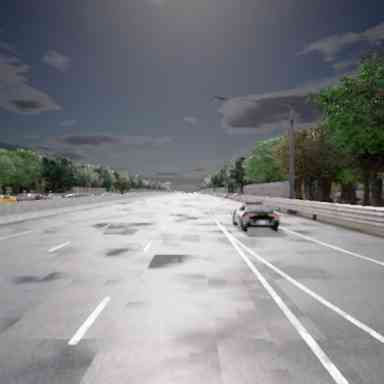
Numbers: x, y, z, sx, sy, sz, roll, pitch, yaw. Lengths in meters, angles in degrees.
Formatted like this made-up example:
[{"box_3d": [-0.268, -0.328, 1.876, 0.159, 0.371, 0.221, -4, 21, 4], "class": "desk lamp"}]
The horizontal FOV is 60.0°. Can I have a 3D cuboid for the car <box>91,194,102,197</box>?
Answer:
[{"box_3d": [-17.480, 1.154, 61.176, 2.033, 1.411, 5.357, 0, 0, 0], "class": "car"}]

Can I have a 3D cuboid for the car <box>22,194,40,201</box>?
[{"box_3d": [-27.986, 1.145, 58.577, 1.812, 1.442, 4.674, 0, 1, 1], "class": "car"}]

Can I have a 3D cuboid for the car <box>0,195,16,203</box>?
[{"box_3d": [-24.554, 1.198, 42.546, 1.882, 1.535, 5.008, 0, 0, 0], "class": "car"}]

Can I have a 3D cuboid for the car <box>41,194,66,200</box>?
[{"box_3d": [-17.559, 1.239, 43.586, 1.812, 1.442, 4.674, 0, 0, 0], "class": "car"}]

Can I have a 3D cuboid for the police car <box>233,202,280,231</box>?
[{"box_3d": [3.608, 1.373, 19.614, 2.038, 1.542, 4.974, 0, 0, -1], "class": "police car"}]
